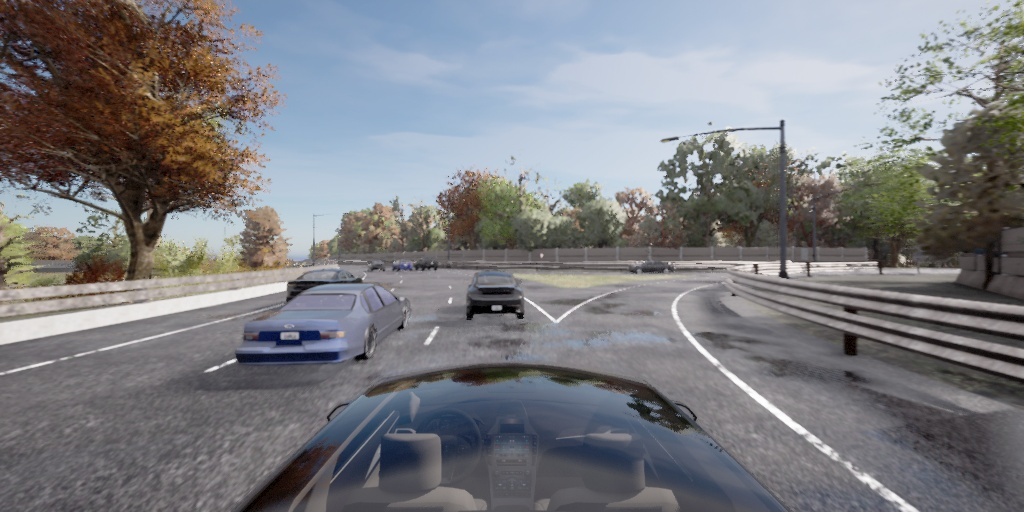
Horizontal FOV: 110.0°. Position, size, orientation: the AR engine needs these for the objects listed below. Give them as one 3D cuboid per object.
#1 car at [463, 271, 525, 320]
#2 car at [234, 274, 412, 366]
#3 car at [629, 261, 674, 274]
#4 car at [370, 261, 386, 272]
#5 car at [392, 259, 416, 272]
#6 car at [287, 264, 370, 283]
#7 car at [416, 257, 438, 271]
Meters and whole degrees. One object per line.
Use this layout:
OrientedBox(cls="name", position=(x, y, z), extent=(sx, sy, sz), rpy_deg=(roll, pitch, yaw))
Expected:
OrientedBox(cls="car", position=(-0.691, 1.285, 12.912), extent=(1.837, 1.490, 4.892), rpy_deg=(0, 0, -6))
OrientedBox(cls="car", position=(-3.719, 1.328, 8.219), extent=(2.033, 1.411, 5.357), rpy_deg=(0, 0, -4))
OrientedBox(cls="car", position=(15.863, 1.348, 40.933), extent=(4.892, 1.490, 1.837), rpy_deg=(0, 0, 7))
OrientedBox(cls="car", position=(-18.896, 1.446, 49.959), extent=(1.837, 1.490, 4.892), rpy_deg=(0, 0, -30))
OrientedBox(cls="car", position=(-15.776, 1.285, 51.547), extent=(2.097, 1.767, 4.553), rpy_deg=(0, 0, -30))
OrientedBox(cls="car", position=(-8.107, 1.294, 16.015), extent=(1.882, 1.535, 5.008), rpy_deg=(0, 0, -8))
OrientedBox(cls="car", position=(-12.701, 1.146, 53.214), extent=(2.150, 2.045, 5.566), rpy_deg=(0, 0, -30))
